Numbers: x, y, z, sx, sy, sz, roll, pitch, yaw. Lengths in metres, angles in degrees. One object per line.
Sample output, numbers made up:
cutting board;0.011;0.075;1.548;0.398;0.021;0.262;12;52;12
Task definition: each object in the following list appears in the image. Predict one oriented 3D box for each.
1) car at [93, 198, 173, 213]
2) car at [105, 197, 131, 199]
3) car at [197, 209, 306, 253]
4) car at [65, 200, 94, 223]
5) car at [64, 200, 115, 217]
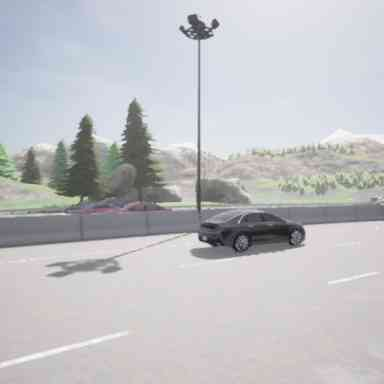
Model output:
car;-3.664;1.418;22.300;5.008;1.535;1.882;0;0;-31
car;-6.938;1.270;28.502;4.553;1.767;2.097;0;0;-31
car;2.534;1.473;13.542;4.892;1.490;1.837;0;0;-31
car;-7.009;1.495;24.341;4.181;1.385;1.994;0;0;-32
car;-9.562;1.475;30.997;4.181;1.385;1.994;0;0;-31
